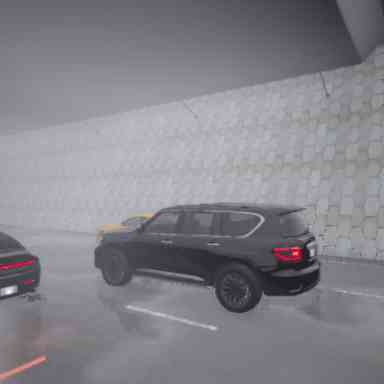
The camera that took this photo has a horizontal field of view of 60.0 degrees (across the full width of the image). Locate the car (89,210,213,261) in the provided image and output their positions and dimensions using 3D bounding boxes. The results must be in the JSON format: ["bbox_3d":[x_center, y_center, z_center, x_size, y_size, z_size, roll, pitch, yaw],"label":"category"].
[{"bbox_3d":[-1.774,1.603,13.484,5.008,1.535,1.882,0,-1,34],"label":"car"}]

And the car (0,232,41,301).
[{"bbox_3d":[-5.374,1.588,7.469,4.892,1.490,1.837,-1,-1,34],"label":"car"}]

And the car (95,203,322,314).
[{"bbox_3d":[0.135,1.293,7.988,5.566,2.045,2.150,0,-1,34],"label":"car"}]
